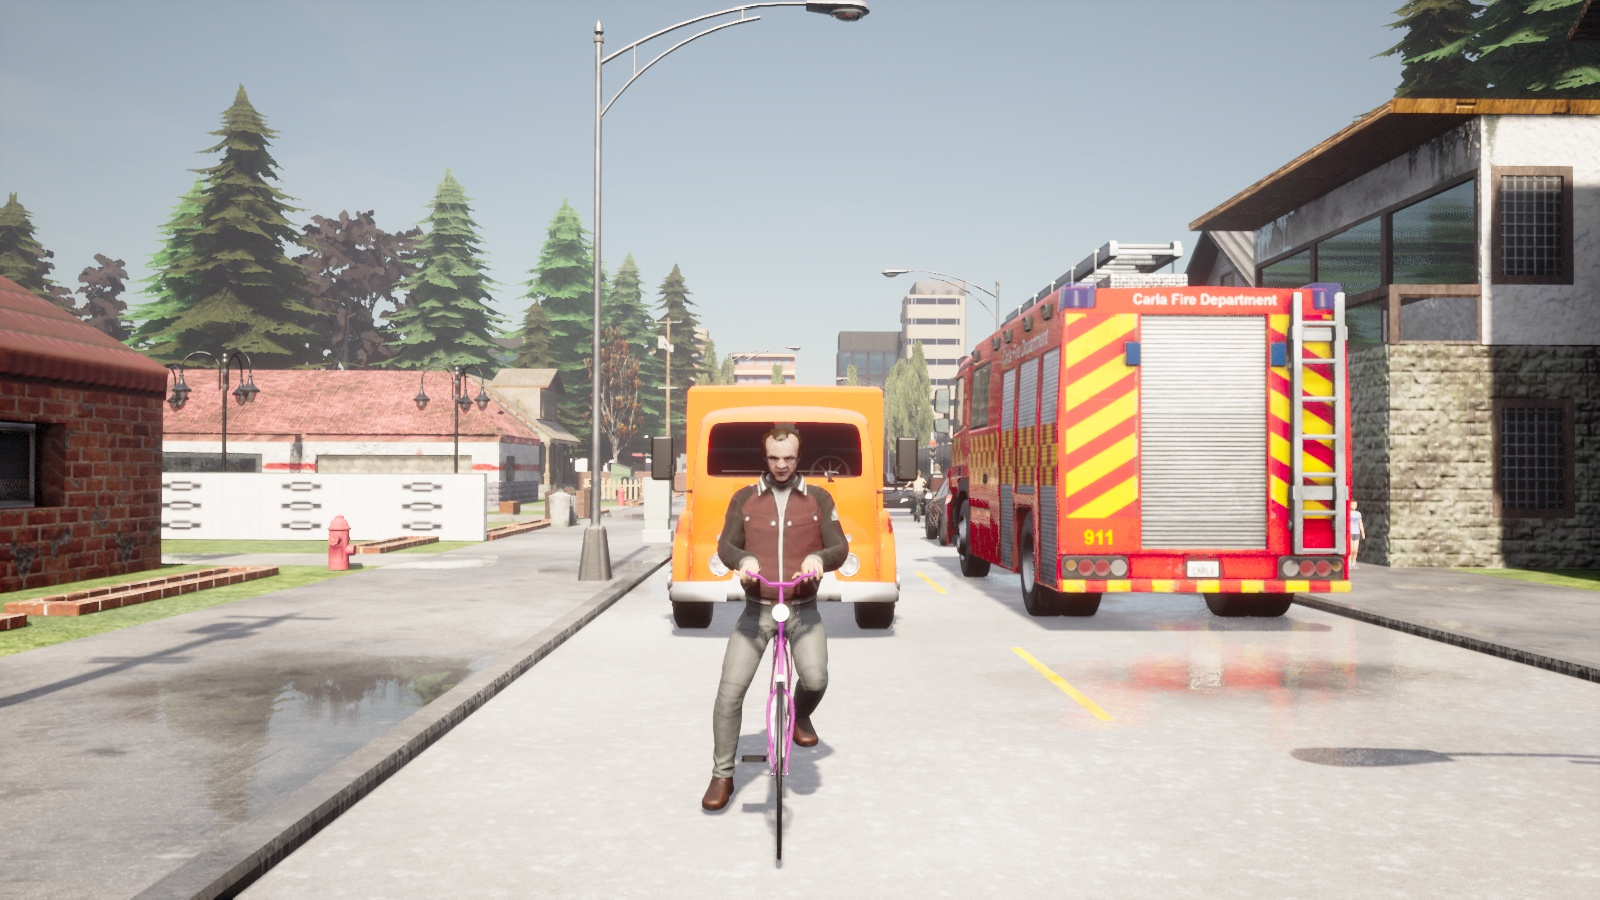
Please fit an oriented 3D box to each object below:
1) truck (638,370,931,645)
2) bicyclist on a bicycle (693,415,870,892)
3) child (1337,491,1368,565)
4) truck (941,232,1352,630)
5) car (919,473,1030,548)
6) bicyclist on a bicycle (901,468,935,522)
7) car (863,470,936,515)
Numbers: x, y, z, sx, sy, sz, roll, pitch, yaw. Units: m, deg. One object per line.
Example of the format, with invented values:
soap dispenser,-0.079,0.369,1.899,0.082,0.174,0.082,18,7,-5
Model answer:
truck,-0.169,0.555,13.930,2.627,2.467,5.204,0,-1,-1
bicyclist on a bicycle,-0.080,0.777,5.622,0.659,1.776,1.843,0,-1,-1
child,8.418,1.183,19.147,0.255,1.110,0.394,0,-1,-9
truck,3.805,-0.102,16.322,2.891,3.827,8.468,0,-1,-1
car,3.695,1.257,27.181,1.845,1.501,3.633,0,-1,-1
bicyclist on a bicycle,3.578,1.362,38.302,0.866,1.612,1.509,0,-1,-1
car,3.517,1.497,45.332,2.128,1.511,4.902,0,-1,-1
